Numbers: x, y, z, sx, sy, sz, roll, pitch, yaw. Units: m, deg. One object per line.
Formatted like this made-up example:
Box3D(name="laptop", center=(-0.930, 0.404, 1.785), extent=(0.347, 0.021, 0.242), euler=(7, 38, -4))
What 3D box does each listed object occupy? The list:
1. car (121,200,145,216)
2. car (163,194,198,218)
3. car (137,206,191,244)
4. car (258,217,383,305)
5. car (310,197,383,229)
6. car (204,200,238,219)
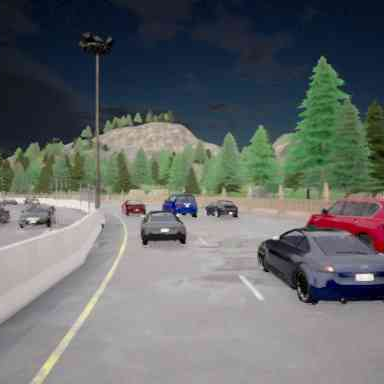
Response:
Box3D(name="car", center=(-5.898, 1.508, 33.117), extent=(1.882, 1.535, 5.008), euler=(0, 0, -19))
Box3D(name="car", center=(-1.156, 1.233, 30.011), extent=(2.150, 2.045, 5.566), euler=(0, 0, -17))
Box3D(name="car", center=(-1.465, 1.573, 15.919), extent=(1.994, 1.385, 4.181), euler=(0, 0, -9))
Box3D(name="car", center=(3.037, 1.554, 8.175), extent=(1.994, 1.385, 4.181), euler=(0, 0, -5))
Box3D(name="car", center=(6.202, 1.200, 11.952), extent=(2.150, 2.045, 5.566), euler=(0, 0, -7))
Box3D(name="car", center=(2.530, 1.503, 29.719), extent=(1.837, 1.490, 4.892), euler=(0, 0, -16))
